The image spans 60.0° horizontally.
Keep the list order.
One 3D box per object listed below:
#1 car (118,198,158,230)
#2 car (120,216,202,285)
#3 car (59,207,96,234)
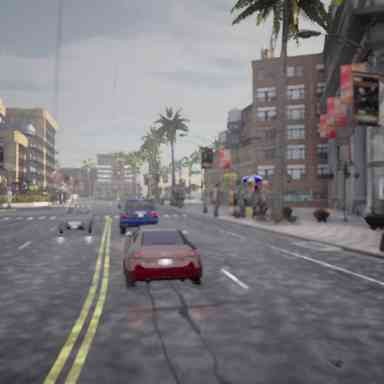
[{"bbox_3d":[-3.440,1.406,20.976,2.150,2.045,5.566,0,0,-13],"label":"car"},{"bbox_3d":[-0.999,1.650,9.881,1.994,1.385,4.181,0,0,-11],"label":"car"},{"bbox_3d":[-7.123,1.694,20.943,2.128,1.511,4.902,0,-1,-13],"label":"car"}]
